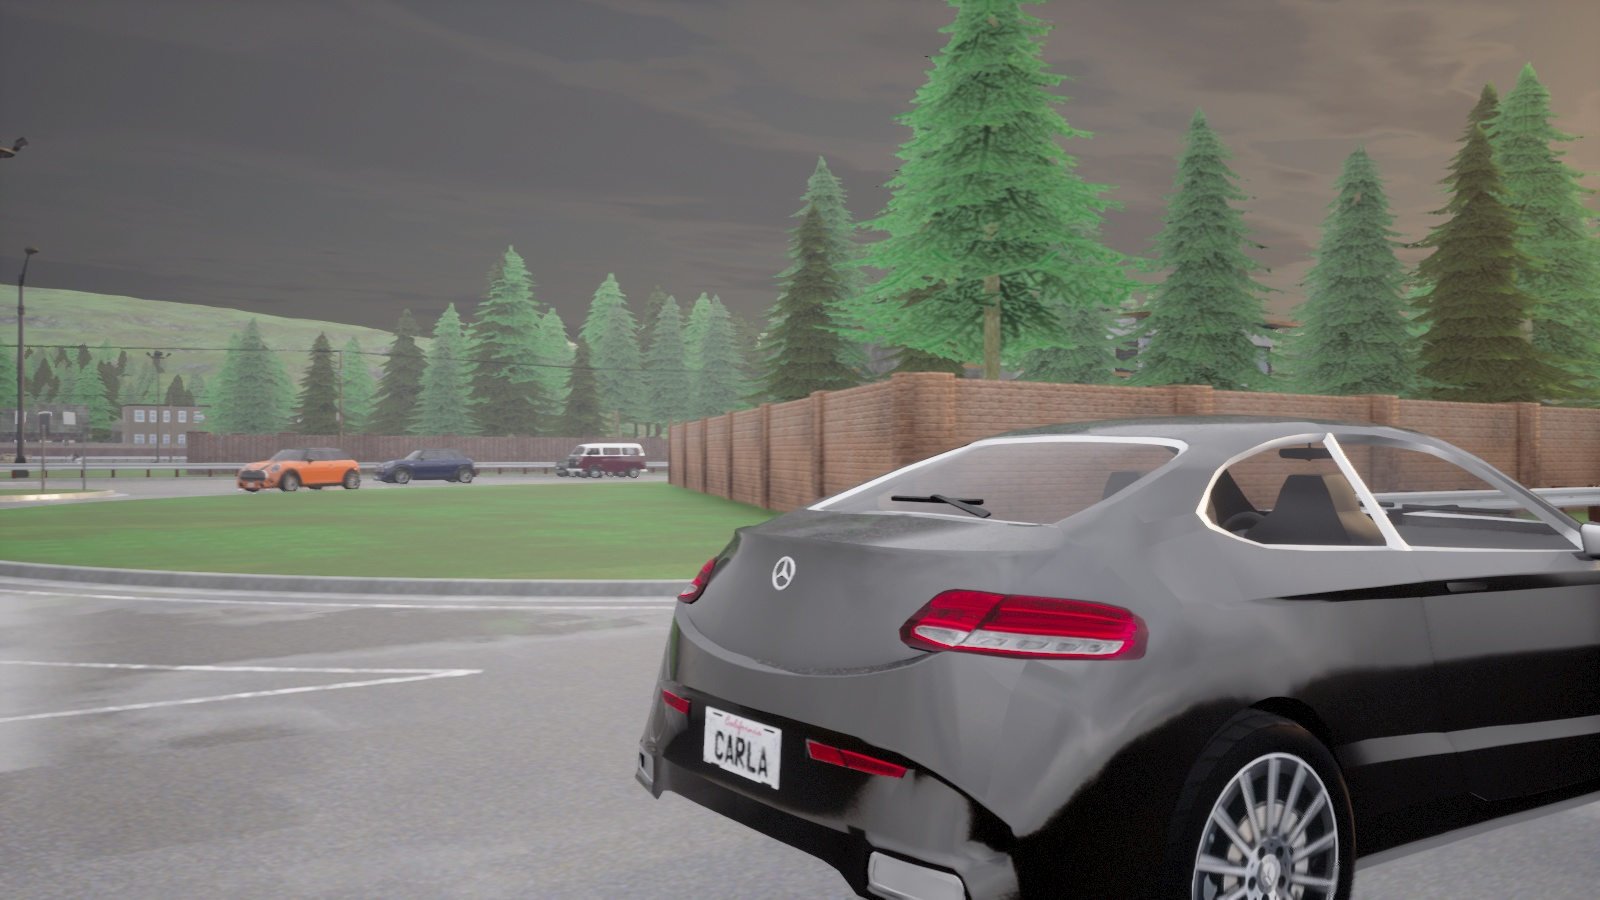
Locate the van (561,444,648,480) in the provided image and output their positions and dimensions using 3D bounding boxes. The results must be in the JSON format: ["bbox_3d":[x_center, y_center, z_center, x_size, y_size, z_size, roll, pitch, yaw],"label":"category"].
[{"bbox_3d":[-11.238,0.669,72.253,4.480,2.038,2.069,0,0,-35],"label":"van"}]

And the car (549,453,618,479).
[{"bbox_3d":[-12.984,0.935,75.302,3.705,1.549,1.789,0,0,-35],"label":"car"}]

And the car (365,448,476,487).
[{"bbox_3d":[-17.835,0.786,59.091,4.553,1.767,2.097,0,0,-35],"label":"car"}]

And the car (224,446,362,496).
[{"bbox_3d":[-18.794,0.757,46.745,2.097,1.767,4.553,0,0,25],"label":"car"}]

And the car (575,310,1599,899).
[{"bbox_3d":[1.886,0.532,4.973,5.027,1.651,2.152,0,0,-35],"label":"car"}]
